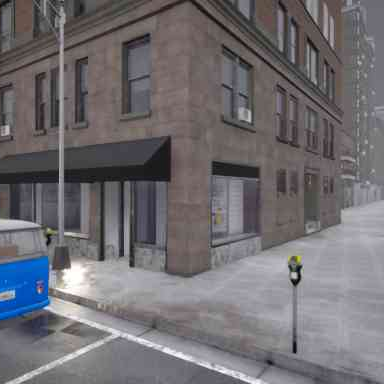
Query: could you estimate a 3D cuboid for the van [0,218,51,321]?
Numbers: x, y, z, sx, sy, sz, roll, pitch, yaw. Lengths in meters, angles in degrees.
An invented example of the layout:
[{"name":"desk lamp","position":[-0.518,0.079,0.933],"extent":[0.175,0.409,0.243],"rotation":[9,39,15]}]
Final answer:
[{"name":"van","position":[-4.330,1.340,6.109],"extent":[3.998,1.788,1.690],"rotation":[0,0,35]}]
